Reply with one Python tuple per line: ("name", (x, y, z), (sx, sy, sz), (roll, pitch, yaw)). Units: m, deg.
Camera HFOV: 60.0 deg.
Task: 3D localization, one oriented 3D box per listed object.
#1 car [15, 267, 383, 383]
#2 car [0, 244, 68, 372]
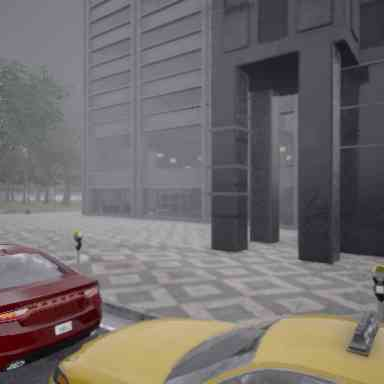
("car", (0.899, 1.517, 2.318), (4.829, 1.417, 1.752), (0, 0, 35))
("car", (-3.390, 1.529, 5.376), (4.507, 1.381, 1.887), (0, 0, 35))
